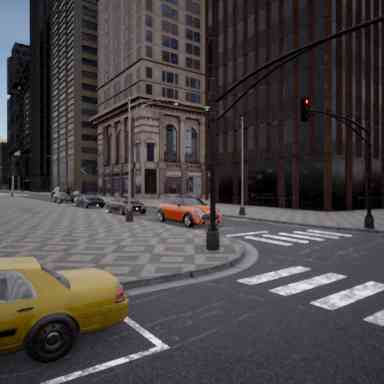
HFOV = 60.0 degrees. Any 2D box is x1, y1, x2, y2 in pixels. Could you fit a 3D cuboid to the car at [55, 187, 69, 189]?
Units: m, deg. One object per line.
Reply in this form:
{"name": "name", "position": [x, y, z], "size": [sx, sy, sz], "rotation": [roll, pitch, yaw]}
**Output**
{"name": "car", "position": [-21.925, 0.126, 55.759], "size": [2.150, 2.045, 5.566], "rotation": [0, 1, -36]}

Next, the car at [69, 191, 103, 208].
{"name": "car", "position": [-10.835, 0.887, 34.937], "size": [2.033, 1.411, 5.357], "rotation": [0, 1, -35]}

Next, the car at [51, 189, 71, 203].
{"name": "car", "position": [-16.671, 0.657, 43.144], "size": [1.837, 1.490, 4.892], "rotation": [0, 1, -36]}

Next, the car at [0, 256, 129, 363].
{"name": "car", "position": [-3.261, 1.526, 4.323], "size": [4.829, 1.417, 1.752], "rotation": [0, 0, -35]}

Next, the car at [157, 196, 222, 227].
{"name": "car", "position": [-0.219, 1.044, 20.093], "size": [2.097, 1.767, 4.553], "rotation": [0, 1, -36]}

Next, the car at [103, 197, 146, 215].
{"name": "car", "position": [-5.412, 1.082, 27.352], "size": [1.994, 1.385, 4.181], "rotation": [0, 1, -36]}
